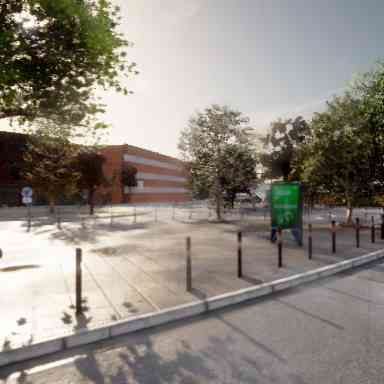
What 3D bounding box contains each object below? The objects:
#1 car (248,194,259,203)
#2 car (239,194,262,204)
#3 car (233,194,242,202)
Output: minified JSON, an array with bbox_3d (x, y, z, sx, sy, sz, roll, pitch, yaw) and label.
[{"bbox_3d":[15.635,1.606,83.908,2.150,2.045,5.566,0,0,16],"label":"car"},{"bbox_3d":[12.232,1.728,68.056,1.837,1.490,4.892,0,-1,-22],"label":"car"},{"bbox_3d":[12.303,1.907,84.091,2.033,1.411,5.357,0,-1,16],"label":"car"}]
